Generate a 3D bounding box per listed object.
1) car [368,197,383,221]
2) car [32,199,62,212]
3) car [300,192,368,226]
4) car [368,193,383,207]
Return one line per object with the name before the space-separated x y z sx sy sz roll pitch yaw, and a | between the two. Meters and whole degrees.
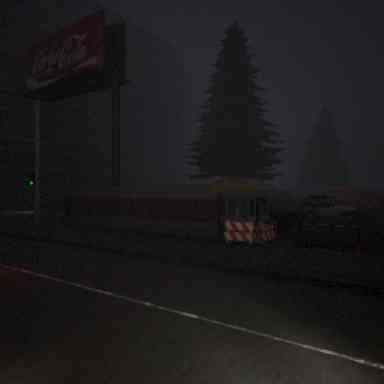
car | 11.109 1.336 24.067 4.193 1.474 1.816 0 0 35
car | -16.304 1.503 39.032 1.812 1.442 4.674 0 0 35
car | 9.169 1.146 22.010 3.866 1.878 1.905 0 0 35
car | 26.613 1.282 47.797 3.988 1.617 1.851 0 0 35
